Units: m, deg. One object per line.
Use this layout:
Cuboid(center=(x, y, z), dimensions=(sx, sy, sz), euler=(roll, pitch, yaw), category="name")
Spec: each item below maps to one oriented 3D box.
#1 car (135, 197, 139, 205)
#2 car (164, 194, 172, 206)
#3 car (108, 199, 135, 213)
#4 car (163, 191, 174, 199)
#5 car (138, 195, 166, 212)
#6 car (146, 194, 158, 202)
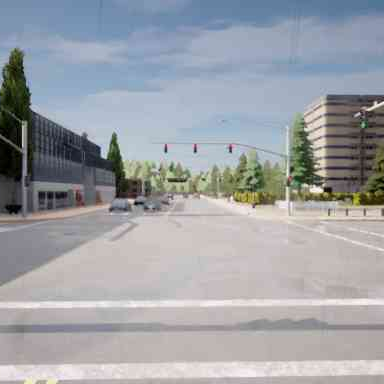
Cuboid(center=(-8.198, 1.457, 53.491), dimensions=(1.882, 1.535, 5.008), euler=(0, 0, -1), category="car")
Cuboid(center=(-4.706, 1.457, 54.069), dimensions=(1.882, 1.535, 5.008), euler=(0, 0, -1), category="car")
Cuboid(center=(-7.922, 1.511, 37.076), dimensions=(1.812, 1.442, 4.674), euler=(0, 0, -1), category="car")
Cuboid(center=(-4.895, 0.813, 69.690), dimensions=(2.150, 2.045, 5.566), euler=(0, 0, -1), category="car")
Cuboid(center=(-4.438, 1.477, 37.948), dimensions=(2.128, 1.511, 4.902), euler=(0, 0, -1), category="car")
Cuboid(center=(-8.395, 1.245, 69.685), dimensions=(2.033, 1.411, 5.357), euler=(0, 0, -1), category="car")
